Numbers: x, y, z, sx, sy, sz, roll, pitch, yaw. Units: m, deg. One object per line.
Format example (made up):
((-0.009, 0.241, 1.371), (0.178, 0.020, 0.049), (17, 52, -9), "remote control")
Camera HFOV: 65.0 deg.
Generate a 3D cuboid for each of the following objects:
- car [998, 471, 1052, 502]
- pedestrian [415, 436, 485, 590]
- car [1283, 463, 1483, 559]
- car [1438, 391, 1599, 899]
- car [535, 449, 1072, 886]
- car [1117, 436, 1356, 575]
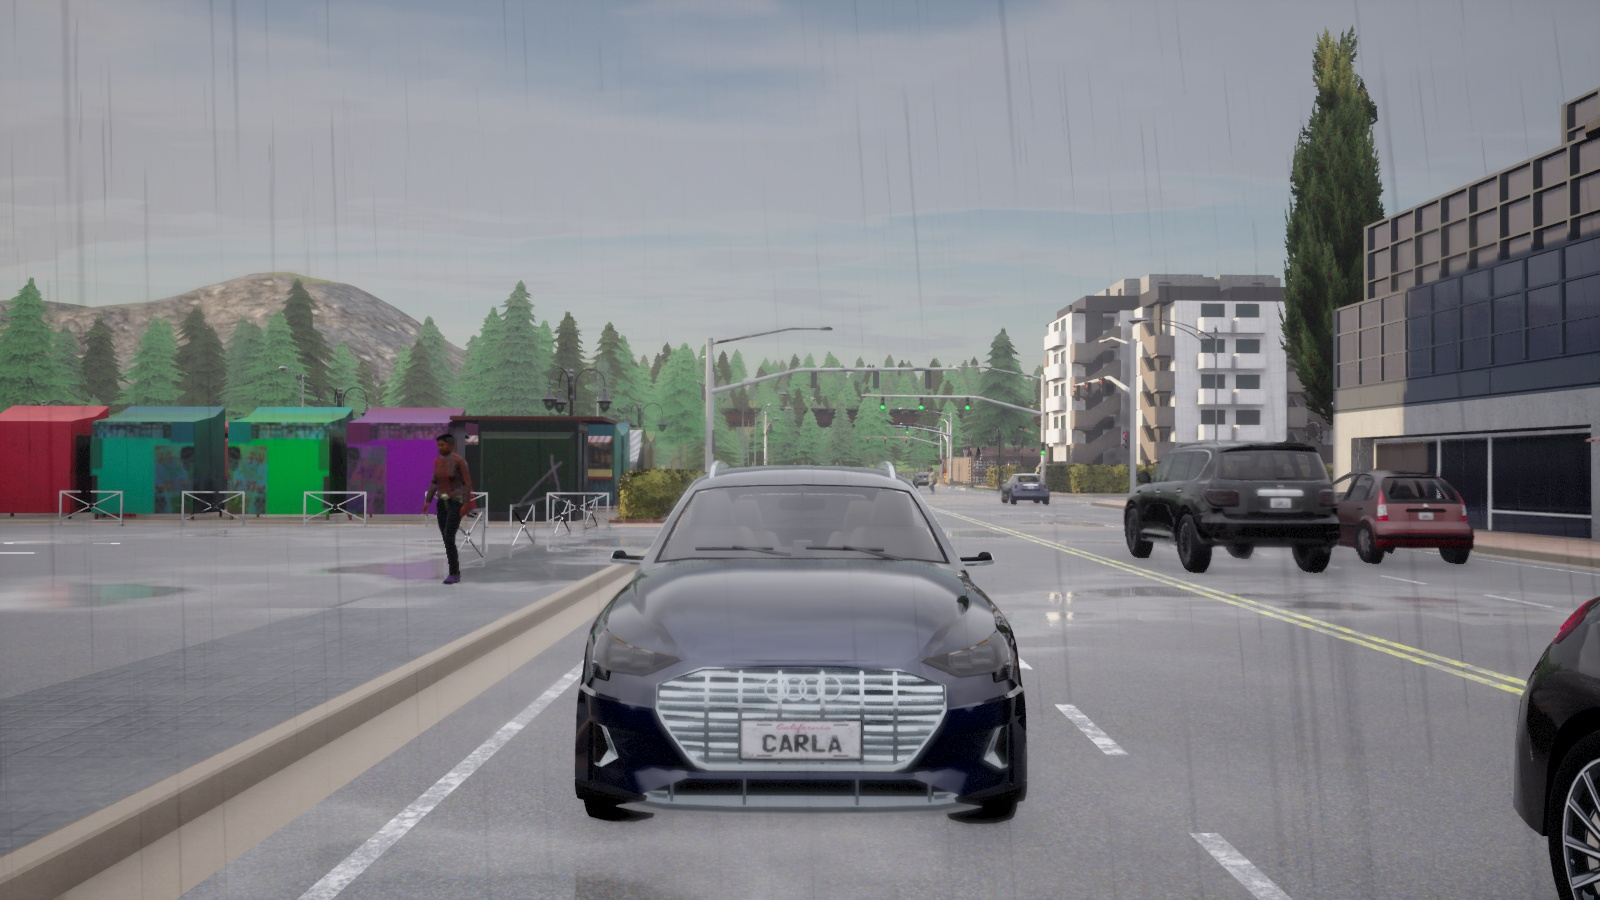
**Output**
((10.958, 1.764, 61.382), (1.970, 1.475, 3.806), (0, -1, 0), "car")
((-4.212, 0.744, 15.137), (0.328, 1.805, 0.869), (-1, -1, 24), "pedestrian")
((10.649, 1.060, 23.285), (1.851, 1.617, 3.988), (0, -1, 0), "car")
((3.494, 0.617, 2.241), (2.152, 1.651, 5.027), (0, -1, 0), "car")
((0.019, 0.865, 7.197), (2.033, 1.649, 4.856), (0, -1, 0), "car")
((7.132, 0.862, 21.290), (2.150, 2.045, 5.566), (0, -1, 0), "car")
